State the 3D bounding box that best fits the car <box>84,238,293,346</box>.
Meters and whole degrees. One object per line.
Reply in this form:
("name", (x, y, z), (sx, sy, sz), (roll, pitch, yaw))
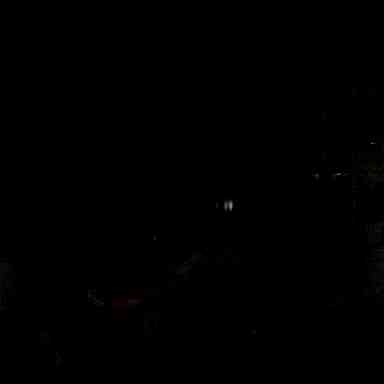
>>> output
("car", (0.153, 1.582, 6.287), (4.206, 1.307, 1.802), (0, 0, -35))
